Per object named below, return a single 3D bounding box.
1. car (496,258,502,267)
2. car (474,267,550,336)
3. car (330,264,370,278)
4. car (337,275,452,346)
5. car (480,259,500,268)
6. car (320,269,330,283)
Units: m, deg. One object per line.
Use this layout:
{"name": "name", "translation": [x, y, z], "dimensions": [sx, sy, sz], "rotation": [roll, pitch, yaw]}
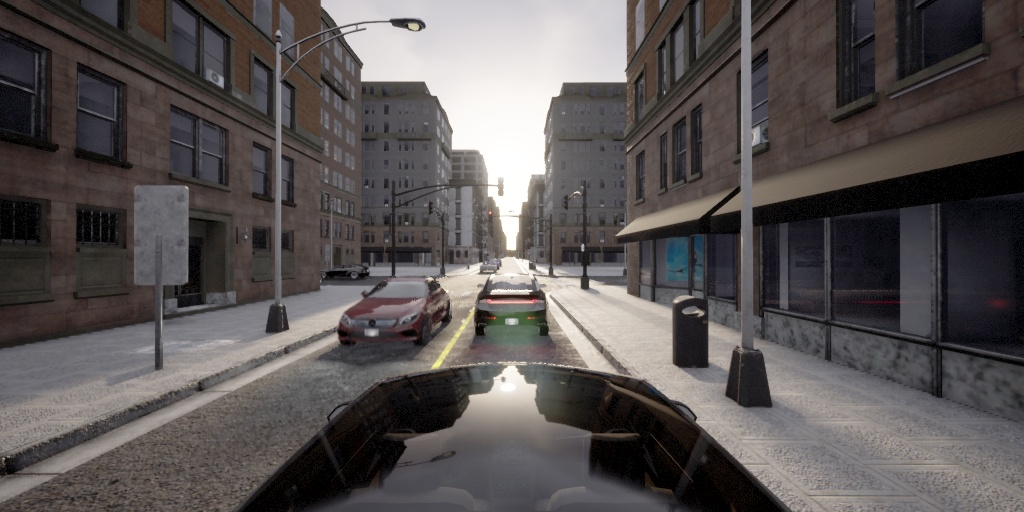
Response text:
{"name": "car", "translation": [-2.847, 1.187, 53.927], "dimensions": [1.882, 1.535, 5.008], "rotation": [0, 0, 0]}
{"name": "car", "translation": [-0.001, 1.241, 10.388], "dimensions": [2.128, 1.511, 4.902], "rotation": [0, 0, 0]}
{"name": "car", "translation": [-14.768, 1.329, 31.558], "dimensions": [4.313, 1.339, 1.948], "rotation": [0, 0, 0]}
{"name": "car", "translation": [-2.798, 1.276, 9.543], "dimensions": [1.812, 1.442, 4.674], "rotation": [0, 0, 1]}
{"name": "car", "translation": [-2.853, 1.325, 43.688], "dimensions": [1.895, 1.301, 4.718], "rotation": [0, 0, 0]}
{"name": "car", "translation": [-14.773, 1.289, 23.532], "dimensions": [4.313, 1.339, 1.948], "rotation": [0, 0, 0]}
